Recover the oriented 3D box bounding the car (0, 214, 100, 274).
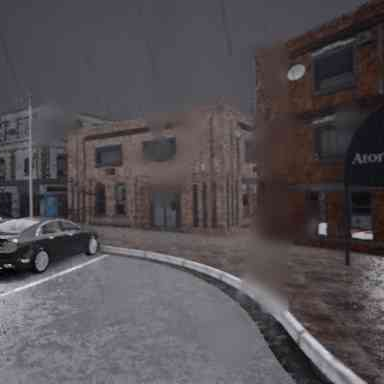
[{"bbox_3d":[-4.818,1.559,10.944,2.231,1.521,4.892,0,-1,12],"label":"car"}]
